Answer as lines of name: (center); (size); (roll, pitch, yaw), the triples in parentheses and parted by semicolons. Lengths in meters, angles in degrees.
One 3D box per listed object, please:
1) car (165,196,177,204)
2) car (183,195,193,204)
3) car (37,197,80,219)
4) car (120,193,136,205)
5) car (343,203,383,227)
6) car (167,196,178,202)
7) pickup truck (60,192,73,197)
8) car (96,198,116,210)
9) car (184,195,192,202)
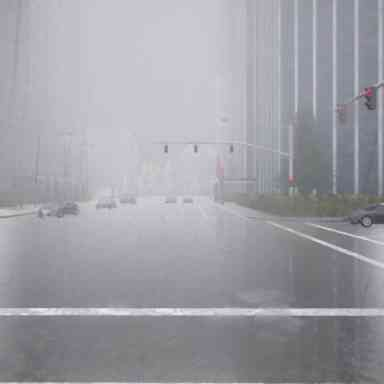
car: (-4.187, 1.601, 65.000); (1.895, 1.301, 4.718); (0, 0, 0)
car: (-0.790, 1.526, 65.341); (1.812, 1.442, 4.674); (0, 0, -1)
car: (-11.490, 1.491, 28.950); (2.128, 1.511, 4.902); (0, 0, 5)
car: (-11.310, 1.222, 59.245); (2.150, 2.045, 5.566); (0, 0, 0)
car: (12.618, 1.505, 22.088); (4.892, 1.490, 1.837); (0, 0, 0)
car: (-4.378, 1.540, 75.261); (2.033, 1.411, 5.357); (0, 0, -1)
pickup truck: (-24.365, 1.059, 60.024); (2.390, 2.098, 6.274); (0, 0, 30)
car: (-11.191, 1.526, 43.587); (1.812, 1.442, 4.674); (0, 0, -1)
car: (-0.882, 1.387, 75.592); (1.882, 1.535, 5.008); (0, 0, -1)
